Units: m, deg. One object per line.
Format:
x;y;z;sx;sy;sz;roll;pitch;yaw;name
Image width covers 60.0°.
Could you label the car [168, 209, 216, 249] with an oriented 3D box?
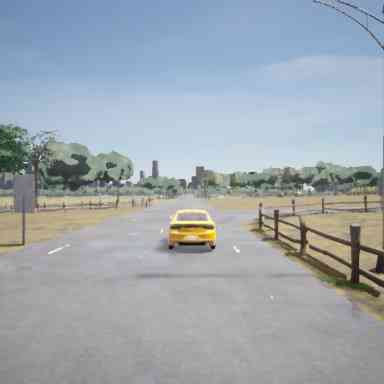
0.000;1.498;14.651;1.882;1.535;5.008;0;0;0;car
